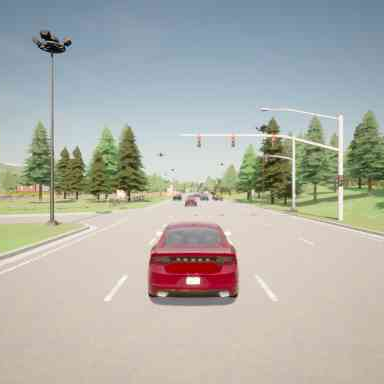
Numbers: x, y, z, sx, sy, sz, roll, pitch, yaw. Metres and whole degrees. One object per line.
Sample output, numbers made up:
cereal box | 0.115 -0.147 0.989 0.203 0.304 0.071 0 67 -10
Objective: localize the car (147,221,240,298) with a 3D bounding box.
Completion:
car | 0.036 1.478 8.586 1.882 1.535 5.008 0 0 0

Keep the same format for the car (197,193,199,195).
car | 3.198 1.357 94.232 2.128 1.511 4.902 0 0 0

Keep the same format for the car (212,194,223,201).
car | 6.732 1.516 83.824 2.128 1.511 4.902 0 0 0

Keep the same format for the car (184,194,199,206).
car | -0.170 1.525 53.188 1.812 1.442 4.674 0 0 0

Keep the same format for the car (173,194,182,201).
car | -3.768 1.469 83.790 1.882 1.535 5.008 0 0 0

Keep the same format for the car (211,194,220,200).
car | 6.698 1.372 94.244 2.033 1.411 5.357 0 0 0

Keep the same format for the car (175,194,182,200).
car | -3.802 1.310 94.210 1.882 1.535 5.008 0 0 0

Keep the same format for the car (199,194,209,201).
car | 3.230 1.516 84.229 1.812 1.442 4.674 0 0 0
